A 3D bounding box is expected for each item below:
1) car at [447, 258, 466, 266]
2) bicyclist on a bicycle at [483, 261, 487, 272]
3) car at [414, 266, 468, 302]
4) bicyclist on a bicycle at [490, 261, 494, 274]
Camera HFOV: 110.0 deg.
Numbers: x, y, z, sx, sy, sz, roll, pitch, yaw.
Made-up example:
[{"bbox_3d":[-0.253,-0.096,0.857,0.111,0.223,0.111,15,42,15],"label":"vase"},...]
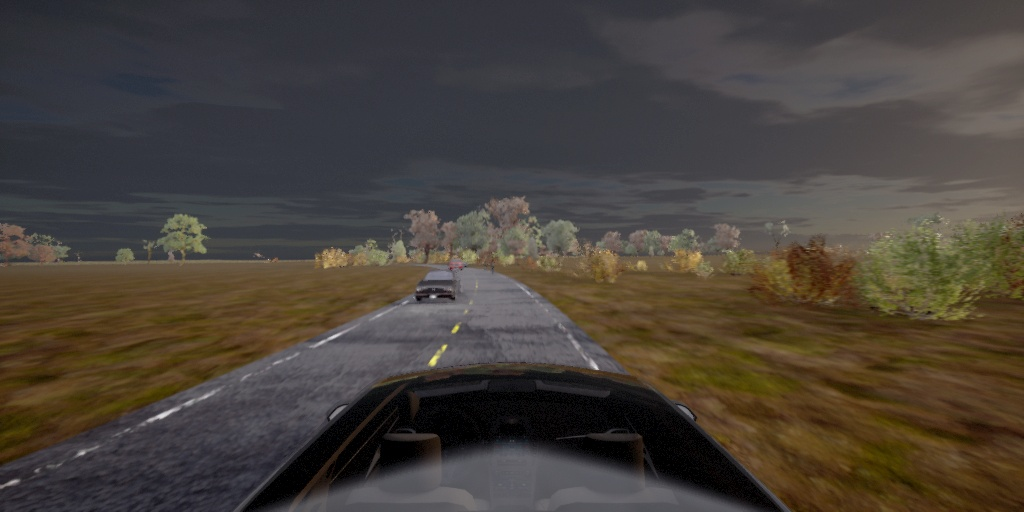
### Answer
[{"bbox_3d":[-9.270,1.373,59.499,2.150,2.045,5.566,0,0,-12],"label":"car"},{"bbox_3d":[-3.960,1.520,52.863,0.582,1.620,1.656,0,-1,-11],"label":"bicyclist on a bicycle"},{"bbox_3d":[-3.588,1.413,18.341,2.033,1.411,5.357,0,0,-3],"label":"car"},{"bbox_3d":[-2.398,1.455,43.913,0.582,1.620,1.656,0,-1,-9],"label":"bicyclist on a bicycle"}]
